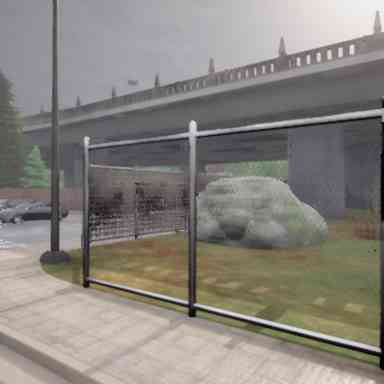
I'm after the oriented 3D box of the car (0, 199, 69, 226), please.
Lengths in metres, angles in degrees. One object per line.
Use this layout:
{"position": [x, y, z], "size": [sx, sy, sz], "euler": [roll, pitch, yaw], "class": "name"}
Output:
{"position": [-11.133, 1.431, 23.374], "size": [2.128, 1.511, 4.902], "euler": [0, 0, 36], "class": "car"}
